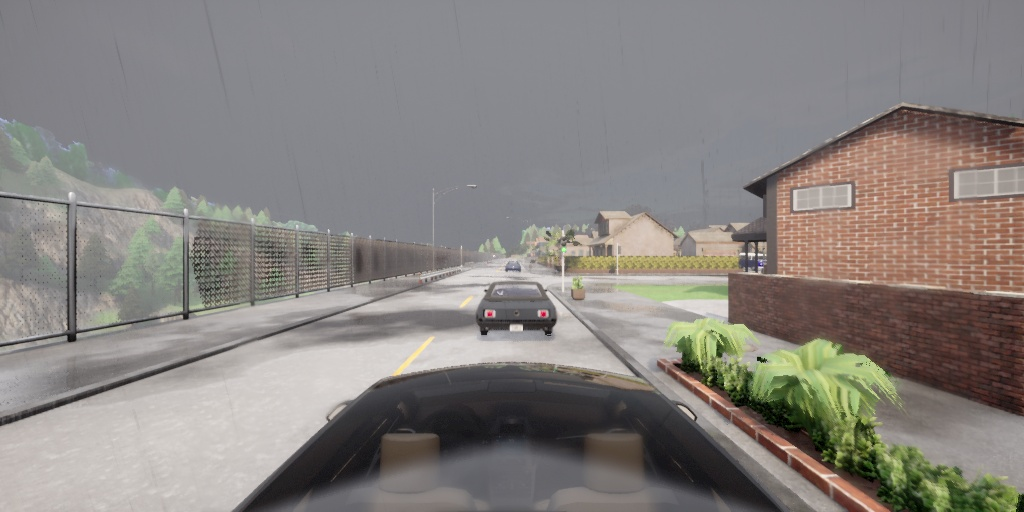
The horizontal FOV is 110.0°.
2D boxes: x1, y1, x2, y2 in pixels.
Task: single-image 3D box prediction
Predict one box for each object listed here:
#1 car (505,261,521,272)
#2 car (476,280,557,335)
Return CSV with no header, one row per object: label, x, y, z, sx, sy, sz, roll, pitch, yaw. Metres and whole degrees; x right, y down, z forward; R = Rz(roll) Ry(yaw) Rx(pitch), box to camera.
car,0.147,1.319,46.415,1.994,1.385,4.181,0,0,0
car,0.108,1.352,10.432,1.895,1.301,4.718,0,0,0
